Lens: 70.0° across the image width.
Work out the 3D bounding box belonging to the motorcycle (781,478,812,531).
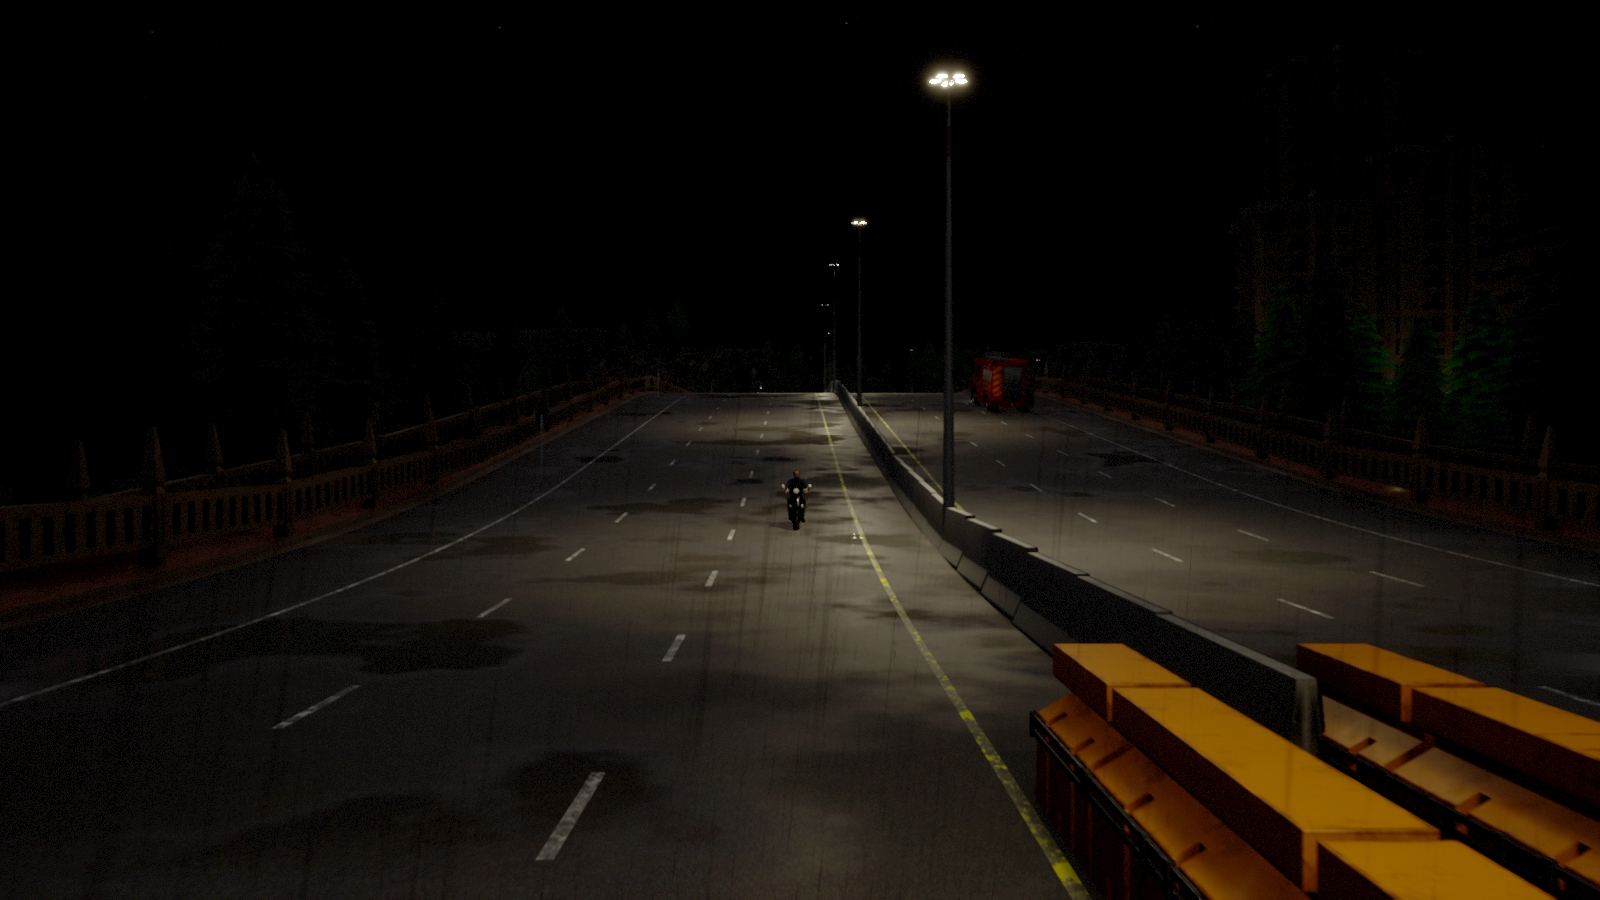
[{"bbox_3d":[-0.099,1.515,32.253,0.856,1.316,1.805,0,4,0],"label":"motorcycle"}]
